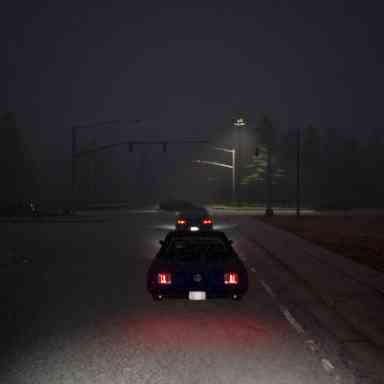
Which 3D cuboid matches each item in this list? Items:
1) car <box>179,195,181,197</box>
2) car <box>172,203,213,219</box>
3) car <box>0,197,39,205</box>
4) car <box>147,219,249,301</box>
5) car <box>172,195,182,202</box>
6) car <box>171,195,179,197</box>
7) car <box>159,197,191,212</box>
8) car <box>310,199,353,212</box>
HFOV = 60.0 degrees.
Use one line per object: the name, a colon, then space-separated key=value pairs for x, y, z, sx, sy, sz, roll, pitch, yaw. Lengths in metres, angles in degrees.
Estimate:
car: x=-3.521 y=1.501 z=63.774 sx=1.994 sy=1.385 sz=4.181 roll=0 pitch=0 yaw=1
car: x=0.107 y=1.506 z=17.318 sx=1.812 sy=1.442 sz=4.674 roll=0 pitch=0 yaw=0
car: x=-18.326 y=1.351 z=34.959 sx=4.553 sy=1.767 sz=2.097 roll=0 pitch=0 yaw=1
car: x=0.103 y=1.593 z=8.263 sx=1.895 sy=1.301 sz=4.718 roll=0 pitch=0 yaw=0
car: x=-3.387 y=1.405 z=74.080 sx=1.882 sy=1.535 sz=5.008 roll=0 pitch=0 yaw=1
car: x=-3.569 y=1.511 z=54.507 sx=1.994 sy=1.385 sz=4.181 roll=0 pitch=0 yaw=0
car: x=-1.750 y=1.542 z=38.355 sx=4.181 sy=1.385 sz=1.994 roll=0 pitch=0 yaw=1
car: x=15.935 y=1.508 z=38.025 sx=4.674 sy=1.442 sz=1.812 roll=0 pitch=0 yaw=1
